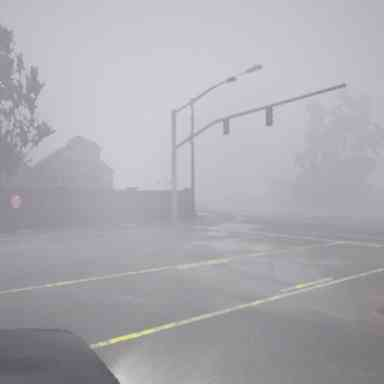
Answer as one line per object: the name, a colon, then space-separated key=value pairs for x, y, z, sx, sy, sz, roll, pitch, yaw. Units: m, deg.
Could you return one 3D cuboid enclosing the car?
car: x=-2.974 y=1.535 z=1.615 sx=5.357 sy=1.411 sz=2.033 roll=1 pitch=0 yaw=-36
